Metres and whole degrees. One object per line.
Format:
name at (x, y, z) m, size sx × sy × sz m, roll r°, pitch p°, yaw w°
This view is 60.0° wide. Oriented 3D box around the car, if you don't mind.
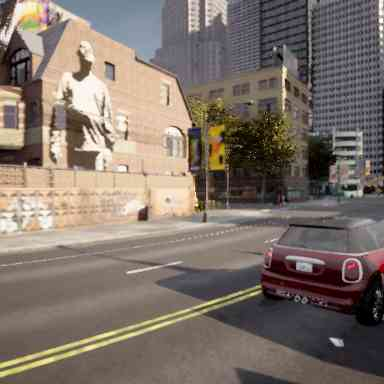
car at (3.499, 1.324, 7.329) m, size 4.553 × 1.767 × 2.097 m, roll 0°, pitch 0°, yaw -44°
